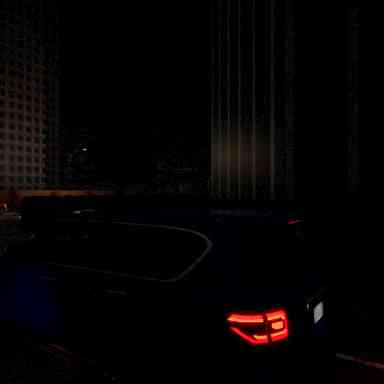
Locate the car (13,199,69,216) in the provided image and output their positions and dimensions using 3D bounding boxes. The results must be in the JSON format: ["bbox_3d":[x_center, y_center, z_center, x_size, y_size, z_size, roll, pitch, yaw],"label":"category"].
[{"bbox_3d":[-15.443,1.533,34.374,1.882,1.535,5.008,0,0,35],"label":"car"}]

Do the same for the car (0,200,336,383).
[{"bbox_3d":[-0.992,1.221,4.694,5.566,2.045,2.150,0,0,35],"label":"car"}]
